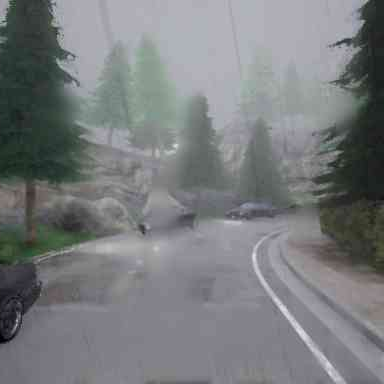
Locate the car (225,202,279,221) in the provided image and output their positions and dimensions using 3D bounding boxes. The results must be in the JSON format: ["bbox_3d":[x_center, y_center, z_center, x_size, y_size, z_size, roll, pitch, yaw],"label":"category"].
[{"bbox_3d":[5.135,1.566,27.698,5.357,1.411,2.033,0,0,-43],"label":"car"}]

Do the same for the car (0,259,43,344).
[{"bbox_3d":[-3.602,1.540,3.688,2.033,1.411,5.357,0,0,0],"label":"car"}]

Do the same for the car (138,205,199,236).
[{"bbox_3d":[-1.173,1.498,18.600,2.128,1.511,4.902,0,0,23],"label":"car"}]
